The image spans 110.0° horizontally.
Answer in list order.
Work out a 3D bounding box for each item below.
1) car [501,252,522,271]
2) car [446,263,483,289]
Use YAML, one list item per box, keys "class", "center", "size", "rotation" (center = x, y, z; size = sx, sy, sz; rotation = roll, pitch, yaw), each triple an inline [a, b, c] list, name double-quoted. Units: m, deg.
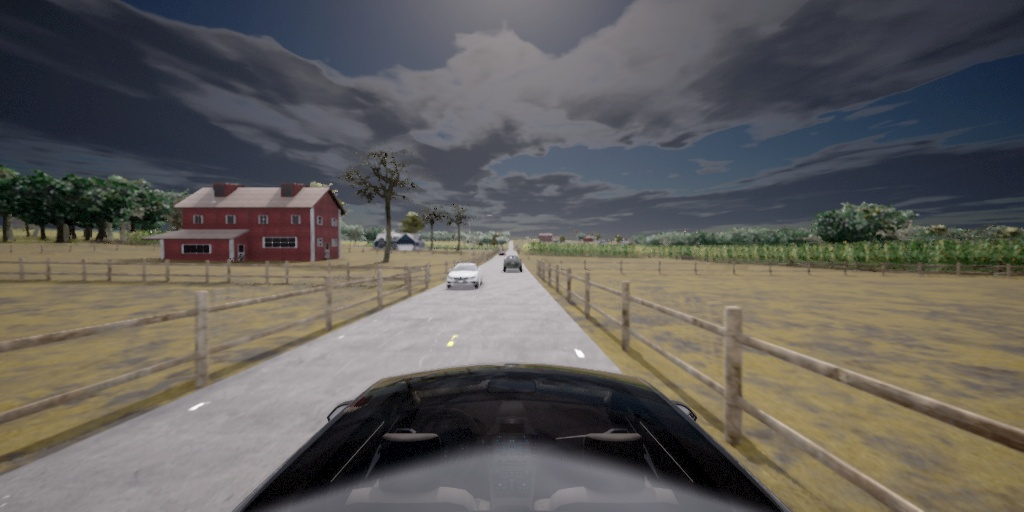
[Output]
- class: "car"
  center: [0.086, 0.741, 41.317]
  size: [2.097, 1.767, 4.553]
  rotation: [0, 1, 0]
- class: "car"
  center: [-2.858, 1.153, 22.357]
  size: [1.812, 1.442, 4.674]
  rotation: [0, 0, 0]
